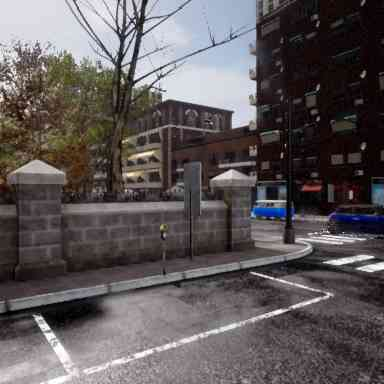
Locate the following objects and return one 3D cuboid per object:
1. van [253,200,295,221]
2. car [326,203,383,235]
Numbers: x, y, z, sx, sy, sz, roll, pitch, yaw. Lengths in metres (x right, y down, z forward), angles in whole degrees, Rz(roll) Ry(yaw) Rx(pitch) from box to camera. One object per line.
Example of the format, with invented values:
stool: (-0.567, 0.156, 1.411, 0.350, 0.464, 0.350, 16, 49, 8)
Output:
van: (7.313, 1.643, 30.193, 1.690, 1.788, 3.998, -1, 0, -36)
car: (9.805, 1.486, 18.020, 4.553, 1.767, 2.097, -1, -1, 45)
